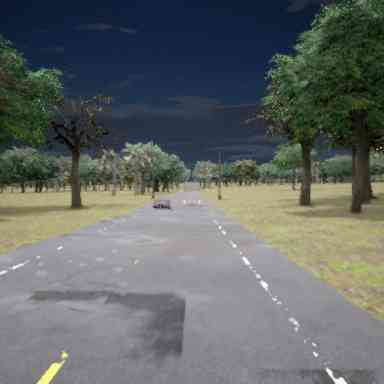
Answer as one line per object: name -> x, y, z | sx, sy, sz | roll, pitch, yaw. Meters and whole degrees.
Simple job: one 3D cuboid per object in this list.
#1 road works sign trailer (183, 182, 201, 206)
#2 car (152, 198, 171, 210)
road works sign trailer -> -0.001, 0.232, 47.301 | 2.380, 3.560, 2.880 | 0, 1, 0
car -> -3.587, 1.400, 40.283 | 1.994, 1.385, 4.181 | 0, 1, 0
